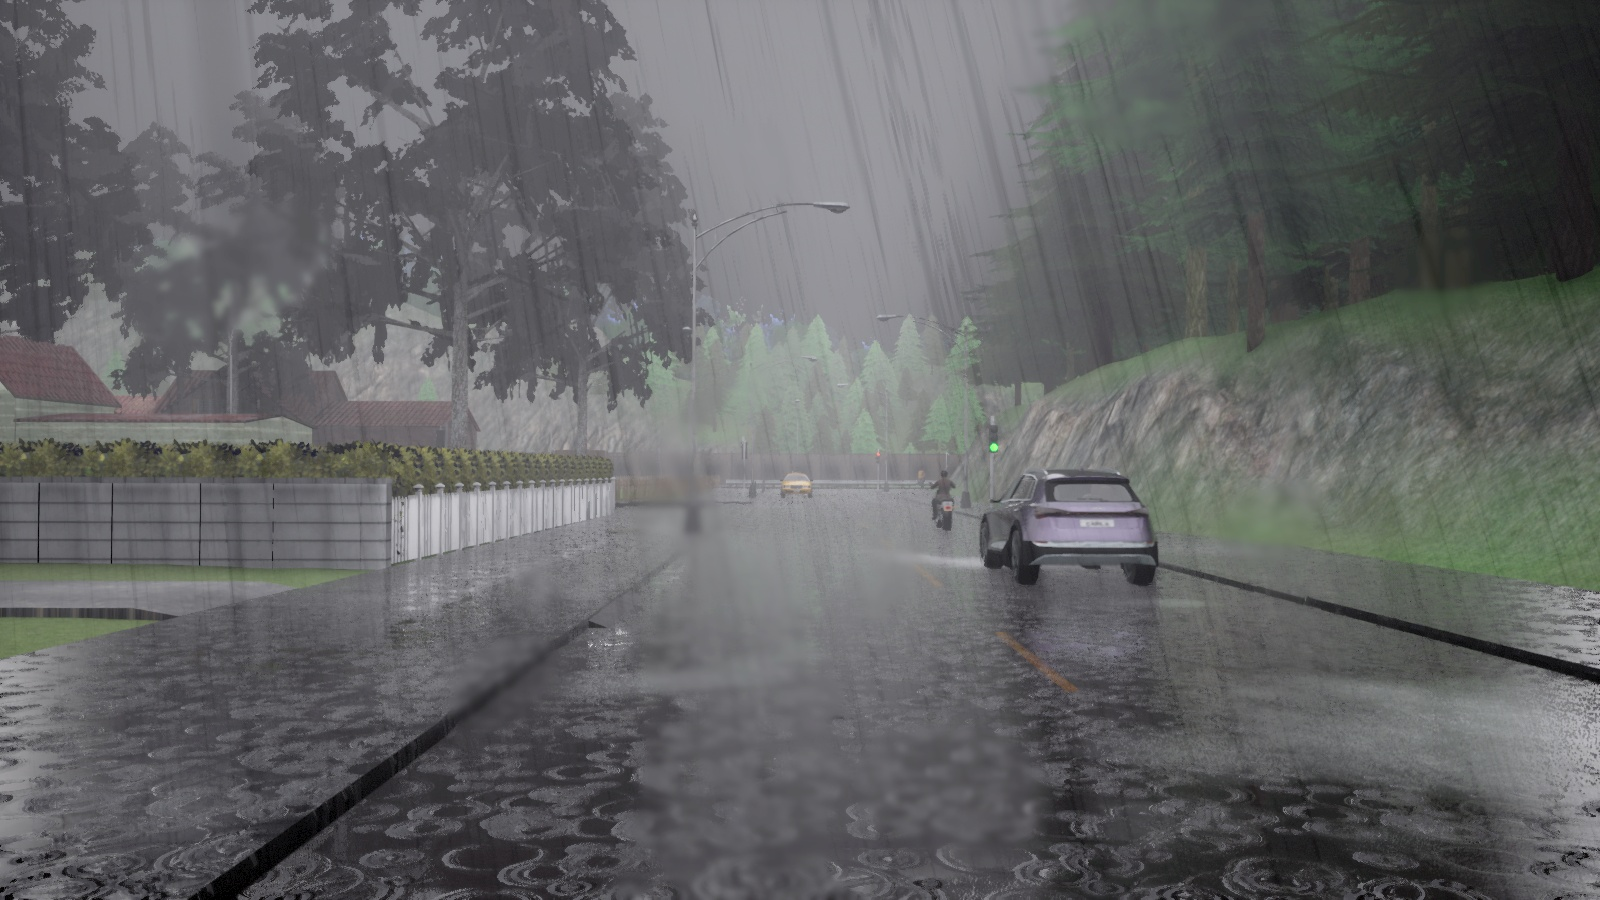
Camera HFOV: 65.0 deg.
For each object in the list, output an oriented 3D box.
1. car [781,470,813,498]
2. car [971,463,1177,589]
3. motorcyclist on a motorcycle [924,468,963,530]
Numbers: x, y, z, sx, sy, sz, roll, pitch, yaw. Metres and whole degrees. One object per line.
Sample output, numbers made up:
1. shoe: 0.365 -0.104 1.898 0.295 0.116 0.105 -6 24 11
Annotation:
1. car: -0.184 1.989 73.693 1.801 1.575 5.366 0 -1 0
2. car: 3.952 1.048 19.022 2.033 1.649 4.856 0 -1 0
3. motorcyclist on a motorcycle: 3.914 1.325 34.366 0.766 1.649 2.350 0 -1 0
